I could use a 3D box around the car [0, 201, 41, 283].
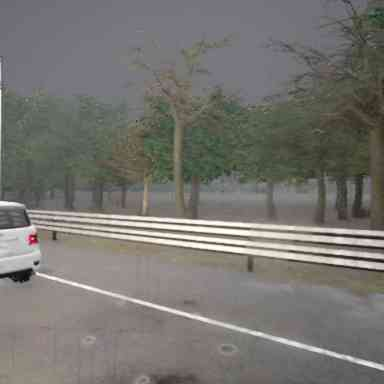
[{"bbox_3d":[-6.112,1.240,8.562,5.566,2.045,2.150,0,0,37],"label":"car"}]
